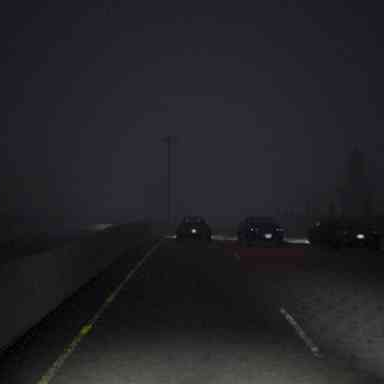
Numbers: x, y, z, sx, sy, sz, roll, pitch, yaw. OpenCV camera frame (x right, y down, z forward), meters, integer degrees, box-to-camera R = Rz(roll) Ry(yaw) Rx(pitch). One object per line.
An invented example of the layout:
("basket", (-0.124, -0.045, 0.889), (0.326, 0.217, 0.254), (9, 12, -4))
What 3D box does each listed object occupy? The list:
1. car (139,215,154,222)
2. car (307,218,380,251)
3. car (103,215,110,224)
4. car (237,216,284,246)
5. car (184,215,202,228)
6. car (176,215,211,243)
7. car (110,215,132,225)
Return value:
("car", (-6.998, 4.342, 51.178), (2.128, 1.511, 4.902), (0, -4, 0))
("car", (7.102, 1.957, 16.012), (1.994, 1.385, 4.181), (0, -3, 0))
("car", (-13.991, 4.816, 57.800), (2.128, 1.511, 4.902), (0, -4, 0))
("car", (3.602, 2.042, 17.982), (1.812, 1.442, 4.674), (0, -4, 0))
("car", (0.105, 3.657, 41.277), (2.163, 1.488, 4.792), (0, -4, 0))
("car", (0.102, 2.207, 19.829), (1.994, 1.385, 4.181), (0, -4, 0))
("car", (-10.497, 4.342, 51.172), (2.128, 1.511, 4.902), (0, -4, 0))
